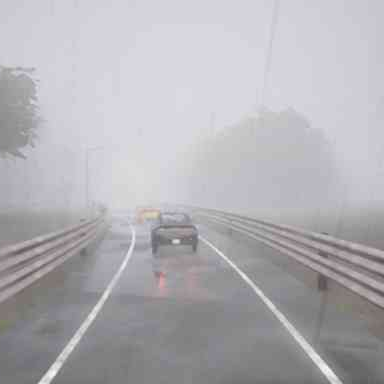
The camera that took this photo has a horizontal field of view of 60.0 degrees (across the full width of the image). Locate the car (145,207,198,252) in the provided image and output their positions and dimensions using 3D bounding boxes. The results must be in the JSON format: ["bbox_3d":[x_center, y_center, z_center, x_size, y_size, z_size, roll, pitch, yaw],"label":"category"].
[{"bbox_3d":[-0.895,1.655,14.761,2.128,1.511,4.902,0,-1,-7],"label":"car"}]

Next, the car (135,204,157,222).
[{"bbox_3d":[-4.041,1.828,30.110,1.882,1.535,5.008,0,0,-16],"label":"car"}]
